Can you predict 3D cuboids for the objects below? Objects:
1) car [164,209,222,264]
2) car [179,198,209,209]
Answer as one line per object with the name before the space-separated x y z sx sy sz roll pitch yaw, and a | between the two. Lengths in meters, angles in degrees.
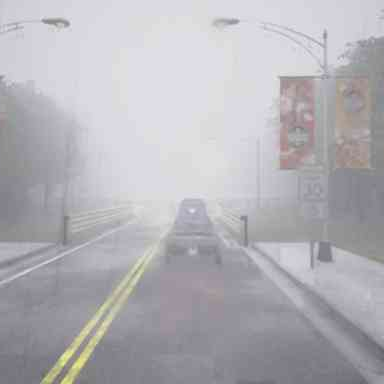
car | 0.042 1.613 12.349 2.128 1.511 4.902 0 0 1
car | 0.117 1.479 26.243 2.150 2.045 5.566 0 0 2
